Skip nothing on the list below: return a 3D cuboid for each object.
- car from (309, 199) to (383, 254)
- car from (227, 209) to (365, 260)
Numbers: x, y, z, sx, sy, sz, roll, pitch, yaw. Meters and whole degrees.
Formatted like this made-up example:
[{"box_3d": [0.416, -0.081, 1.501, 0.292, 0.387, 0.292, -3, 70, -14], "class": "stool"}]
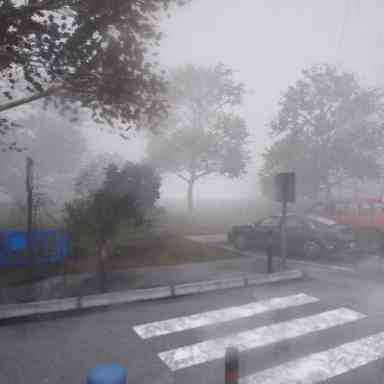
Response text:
[{"box_3d": [6.233, 1.340, 14.315, 5.566, 2.045, 2.435, -1, -1, 42], "class": "car"}, {"box_3d": [3.627, 1.563, 12.905, 4.892, 1.521, 2.231, -1, -1, 42], "class": "car"}]
